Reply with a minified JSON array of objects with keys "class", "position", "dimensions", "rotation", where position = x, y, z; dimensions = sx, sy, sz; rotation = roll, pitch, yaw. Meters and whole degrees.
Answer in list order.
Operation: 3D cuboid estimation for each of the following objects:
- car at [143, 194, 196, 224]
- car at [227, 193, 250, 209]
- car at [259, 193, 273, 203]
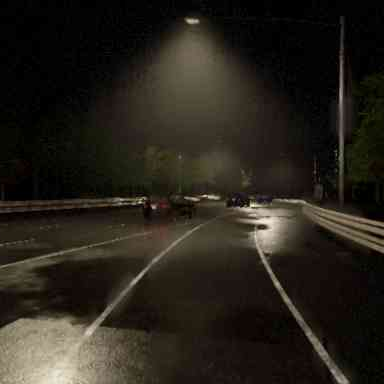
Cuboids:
[{"class":"car","position":[-1.561,1.149,24.772],"dimensions":[2.150,2.045,5.566],"rotation":[0,0,21]},{"class":"car","position":[6.299,1.137,44.881],"dimensions":[2.150,2.045,5.566],"rotation":[0,0,21]},{"class":"car","position":[14.769,1.152,66.430],"dimensions":[2.150,2.045,5.566],"rotation":[0,0,22]}]
